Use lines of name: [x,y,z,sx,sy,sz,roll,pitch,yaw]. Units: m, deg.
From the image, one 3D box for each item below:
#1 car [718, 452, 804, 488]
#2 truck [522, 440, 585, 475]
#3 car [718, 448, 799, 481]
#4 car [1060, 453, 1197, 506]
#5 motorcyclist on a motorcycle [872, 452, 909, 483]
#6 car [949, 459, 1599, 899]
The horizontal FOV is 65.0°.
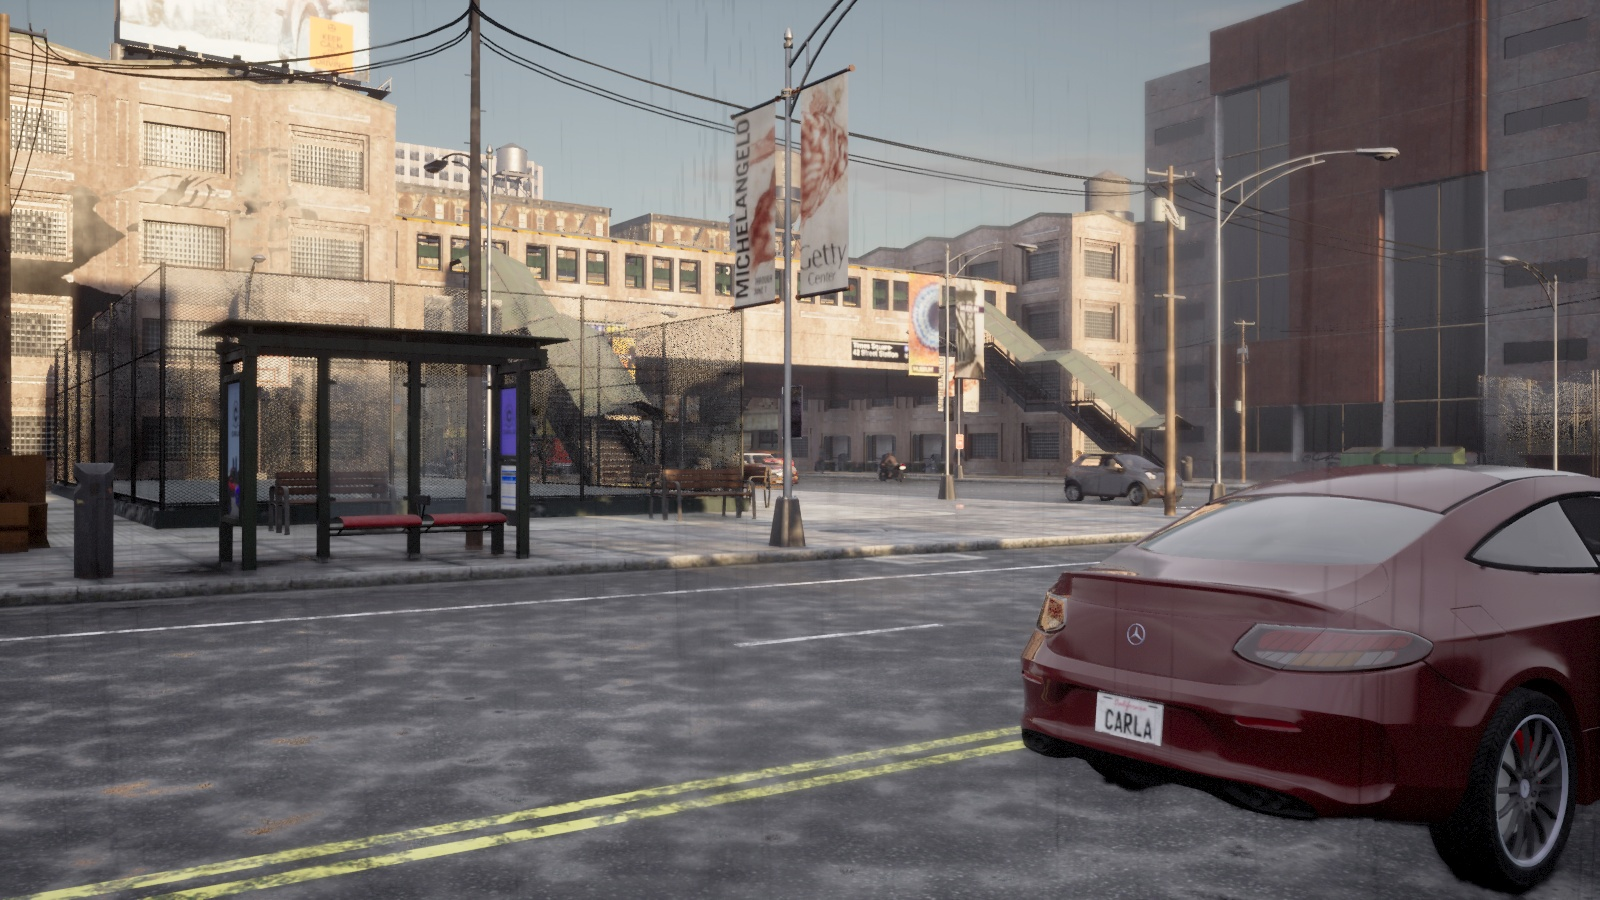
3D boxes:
car: [-1.724,0.847,54.304,1.970,1.475,3.806,0,0,-34]
truck: [-17.777,0.517,90.364,2.627,2.467,5.204,0,0,-34]
car: [-2.292,0.759,67.569,2.242,1.667,4.611,0,0,-34]
car: [9.768,0.830,37.512,1.845,1.501,3.633,0,0,-34]
motorcyclist on a motorcycle: [4.572,0.873,63.696,0.797,1.523,2.044,0,0,-34]
car: [3.046,0.778,5.767,4.674,1.442,1.812,0,0,-35]
